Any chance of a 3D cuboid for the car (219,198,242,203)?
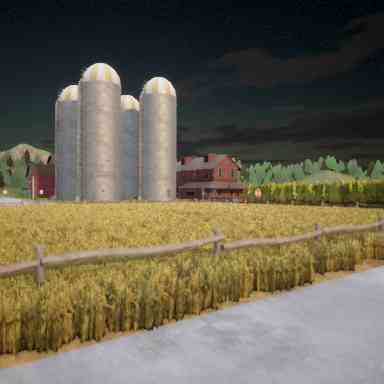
[{"bbox_3d":[6.610,1.748,54.145,2.033,1.411,5.357,0,0,-36],"label":"car"}]
